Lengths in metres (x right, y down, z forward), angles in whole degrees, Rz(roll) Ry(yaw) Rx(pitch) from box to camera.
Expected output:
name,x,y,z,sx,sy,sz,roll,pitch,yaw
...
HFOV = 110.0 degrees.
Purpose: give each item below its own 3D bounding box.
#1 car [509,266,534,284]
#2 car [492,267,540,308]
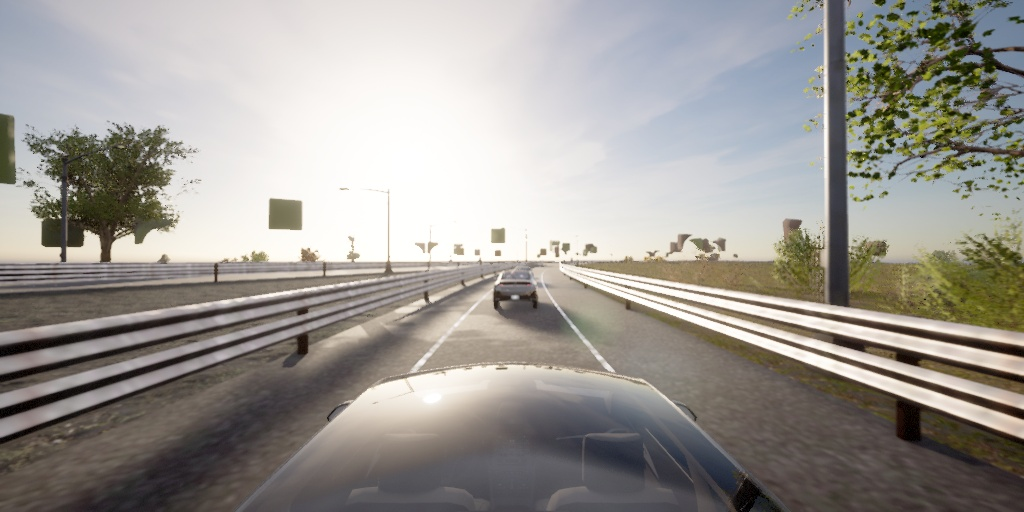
name,x,y,z,sx,sy,sz,roll,pitch,yaw
car,0.887,1.595,31.002,1.994,1.385,4.181,0,0,4
car,0.194,1.381,16.091,2.128,1.511,4.902,0,0,2
